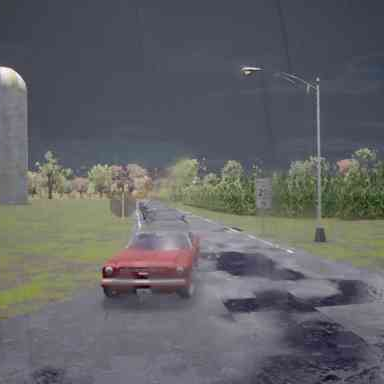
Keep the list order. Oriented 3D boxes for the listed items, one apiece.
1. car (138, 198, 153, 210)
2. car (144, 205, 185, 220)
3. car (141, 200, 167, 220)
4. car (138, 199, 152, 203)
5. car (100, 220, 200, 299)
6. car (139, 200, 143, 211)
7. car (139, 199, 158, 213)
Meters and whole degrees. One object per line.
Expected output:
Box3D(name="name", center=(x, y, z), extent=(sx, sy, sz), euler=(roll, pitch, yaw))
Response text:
Box3D(name="car", center=(-6.733, 1.695, 48.170), extent=(1.882, 1.535, 5.008), euler=(-1, 0, -11))
Box3D(name="car", center=(-1.353, 1.649, 17.798), extent=(1.994, 1.385, 4.181), euler=(-1, 0, -10))
Box3D(name="car", center=(-2.305, 1.600, 23.444), extent=(2.128, 1.511, 4.902), euler=(-1, 0, -10))
Box3D(name="car", center=(-4.454, 1.710, 35.732), extent=(2.033, 1.411, 5.357), euler=(-1, 0, -10))
Box3D(name="car", center=(-0.807, 1.661, 8.785), extent=(1.895, 1.301, 4.718), euler=(-1, 0, 4))
Box3D(name="car", center=(-3.417, 1.700, 29.866), extent=(1.994, 1.385, 4.181), euler=(-1, 0, -10))
Box3D(name="car", center=(-5.608, 1.682, 42.084), extent=(2.128, 1.511, 4.902), euler=(-1, 0, -10))
